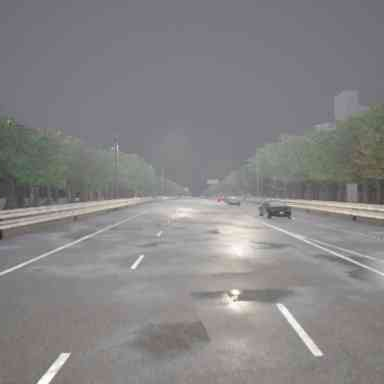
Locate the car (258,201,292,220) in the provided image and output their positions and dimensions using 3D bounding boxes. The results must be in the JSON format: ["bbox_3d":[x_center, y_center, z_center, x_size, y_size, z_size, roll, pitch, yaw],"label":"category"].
[{"bbox_3d":[7.021,1.497,28.562,1.882,1.535,5.008,0,0,0],"label":"car"}]

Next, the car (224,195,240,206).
[{"bbox_3d":[7.046,1.639,56.902,1.994,1.385,4.181,0,0,0],"label":"car"}]

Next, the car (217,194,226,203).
[{"bbox_3d":[7.141,1.467,78.801,2.150,2.045,5.566,0,-1,0],"label":"car"}]
